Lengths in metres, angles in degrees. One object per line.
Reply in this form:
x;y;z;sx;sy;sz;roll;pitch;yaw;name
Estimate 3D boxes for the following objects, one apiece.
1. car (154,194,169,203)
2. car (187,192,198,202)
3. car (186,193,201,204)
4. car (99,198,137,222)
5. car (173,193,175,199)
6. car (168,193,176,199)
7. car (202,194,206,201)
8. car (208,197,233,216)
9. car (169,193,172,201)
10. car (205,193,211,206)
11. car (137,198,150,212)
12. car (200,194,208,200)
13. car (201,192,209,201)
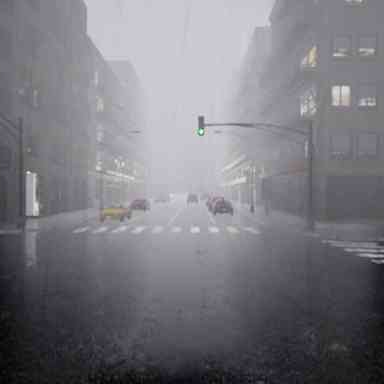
-5.565;1.204;58.027;1.752;1.417;4.829;1;0;0;car
0.136;0.984;66.790;2.097;1.767;4.553;0;0;0;car
0.116;1.192;56.398;1.837;1.490;4.892;0;0;0;car
-5.631;1.386;24.887;1.752;1.417;4.829;1;0;0;car
-5.510;1.058;85.643;1.752;1.417;4.829;1;0;0;car
-5.499;1.053;91.337;2.008;1.369;4.403;1;0;0;car
2.793;1.319;47.120;1.802;1.307;4.206;1;0;0;car
2.761;1.373;30.549;1.887;1.381;4.507;1;0;0;car
-5.554;1.199;63.721;2.008;1.369;4.403;1;0;0;car
2.773;1.238;36.073;1.967;1.590;4.097;1;0;0;car
-5.609;1.343;36.104;1.887;1.381;4.507;1;0;0;car
2.860;1.126;80.260;1.947;1.339;4.313;1;0;0;car
2.840;0.934;69.213;2.192;1.841;5.009;1;0;0;car
